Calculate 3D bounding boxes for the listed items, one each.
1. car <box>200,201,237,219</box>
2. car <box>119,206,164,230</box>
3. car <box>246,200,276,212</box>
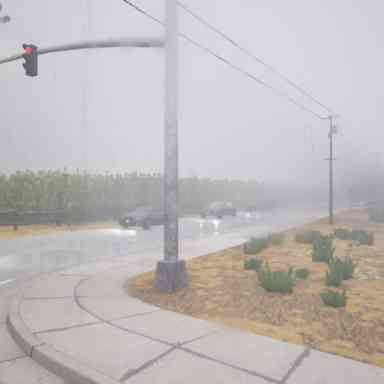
[{"bbox_3d":[2.540,1.564,30.175,1.812,1.442,4.674,0,0,32],"label":"car"},{"bbox_3d":[-2.814,1.602,21.848,1.994,1.385,4.181,0,0,33],"label":"car"},{"bbox_3d":[8.163,1.586,38.960,2.033,1.411,5.357,0,0,33],"label":"car"}]
